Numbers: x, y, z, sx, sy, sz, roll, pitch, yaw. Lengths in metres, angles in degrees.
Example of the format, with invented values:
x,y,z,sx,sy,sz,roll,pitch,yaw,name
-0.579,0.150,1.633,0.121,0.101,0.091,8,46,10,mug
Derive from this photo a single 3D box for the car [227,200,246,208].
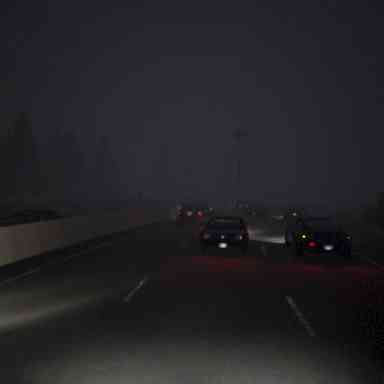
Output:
x,y,z,sx,sy,sz,roll,pitch,yaw,name
7.890,2.140,59.057,1.994,1.385,4.181,0,-1,29,car

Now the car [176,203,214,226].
x,y,z,sx,sy,sz,roll,pitch,yaw,name
0.411,1.587,25.341,2.097,1.767,4.553,0,-1,17,car

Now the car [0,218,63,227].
x,y,z,sx,sy,sz,roll,pitch,yaw,name
-8.702,1.636,17.739,1.837,1.490,4.892,0,-1,11,car

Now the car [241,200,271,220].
x,y,z,sx,sy,sz,roll,pitch,yaw,name
6.373,1.798,31.939,1.882,1.535,5.008,0,-1,21,car

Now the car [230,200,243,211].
x,y,z,sx,sy,sz,roll,pitch,yaw,name
6.709,1.762,41.424,2.097,1.767,4.553,0,0,26,car

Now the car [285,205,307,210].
x,y,z,sx,sy,sz,roll,pitch,yaw,name
9.409,1.878,30.057,1.994,1.385,4.181,0,-1,20,car

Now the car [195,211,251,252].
x,y,z,sx,sy,sz,roll,pitch,yaw,name
1.561,1.744,14.769,1.895,1.301,4.718,0,-1,10,car

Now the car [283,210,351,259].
x,y,z,sx,sy,sz,roll,pitch,yaw,name
4.872,1.668,13.242,1.812,1.442,4.674,0,-1,9,car
